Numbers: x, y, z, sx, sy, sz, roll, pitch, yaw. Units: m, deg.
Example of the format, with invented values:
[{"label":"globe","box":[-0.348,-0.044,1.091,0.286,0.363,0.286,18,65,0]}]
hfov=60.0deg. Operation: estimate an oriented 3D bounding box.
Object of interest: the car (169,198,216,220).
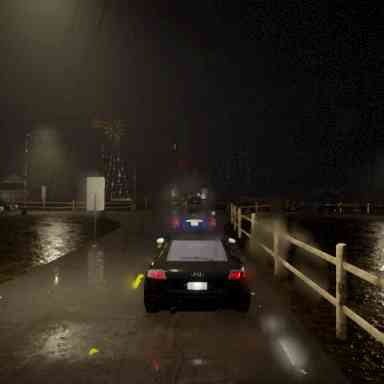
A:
[{"label":"car","box":[0.104,1.380,16.321,2.097,1.767,4.553,0,0,0]}]

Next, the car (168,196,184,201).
[{"label":"car","box":[-2.813,1.681,55.396,2.128,1.511,4.902,0,0,0]}]

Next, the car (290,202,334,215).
[{"label":"car","box":[13.541,1.862,37.683,4.674,1.442,1.812,1,-2,2]}]

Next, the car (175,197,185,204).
[{"label":"car","box":[-2.709,1.879,75.151,1.994,1.385,4.181,0,0,0]}]

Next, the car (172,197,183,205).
[{"label":"car","box":[-2.757,1.731,65.200,1.882,1.535,5.008,0,0,1]}]

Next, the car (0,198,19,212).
[{"label":"car","box":[-20.292,1.292,34.000,4.892,1.490,1.837,1,-2,0]}]

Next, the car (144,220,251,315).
[{"label":"car","box":[0.101,1.573,7.678,1.994,1.385,4.181,0,0,0]}]

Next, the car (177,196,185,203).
[{"label":"car","box":[-2.700,1.883,85.280,1.882,1.535,5.008,0,0,0]}]

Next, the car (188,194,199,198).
[{"label":"car","box":[0.324,1.517,51.333,2.097,1.767,4.553,0,0,-3]}]
